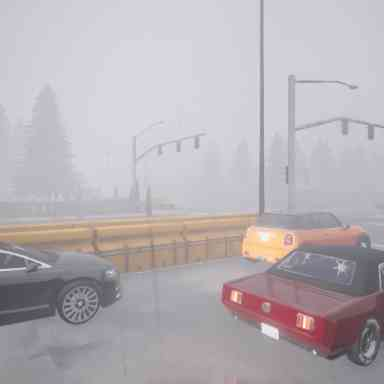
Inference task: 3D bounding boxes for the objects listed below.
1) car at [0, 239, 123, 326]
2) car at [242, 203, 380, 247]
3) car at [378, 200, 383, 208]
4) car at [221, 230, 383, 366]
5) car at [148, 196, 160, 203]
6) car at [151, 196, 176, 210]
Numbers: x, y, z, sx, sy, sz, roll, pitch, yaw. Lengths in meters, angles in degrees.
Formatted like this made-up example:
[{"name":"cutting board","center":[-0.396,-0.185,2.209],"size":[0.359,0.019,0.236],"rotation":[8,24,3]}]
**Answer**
[{"name":"car","center":[-3.597,1.492,5.472],"size":[4.902,1.511,2.128],"rotation":[0,0,-36]},{"name":"car","center":[3.815,1.352,10.781],"size":[4.553,1.767,2.097],"rotation":[0,0,-36]},{"name":"car","center":[26.667,1.547,44.579],"size":[5.357,1.411,2.033],"rotation":[0,0,-36]},{"name":"car","center":[2.868,1.601,5.800],"size":[4.718,1.301,1.895],"rotation":[0,0,-36]},{"name":"car","center":[-8.038,1.514,70.183],"size":[2.033,1.411,5.357],"rotation":[0,0,-2]},{"name":"car","center":[-3.984,1.478,43.460],"size":[1.882,1.535,5.008],"rotation":[0,0,-36]}]
